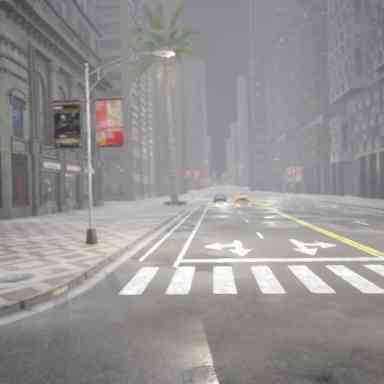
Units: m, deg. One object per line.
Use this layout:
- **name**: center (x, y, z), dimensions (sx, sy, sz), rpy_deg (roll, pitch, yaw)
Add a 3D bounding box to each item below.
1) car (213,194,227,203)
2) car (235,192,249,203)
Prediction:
- **car**: center (4.266, 0.949, 50.604), dimensions (1.994, 1.385, 4.181), rpy_deg (-1, 1, 4)
- **car**: center (7.502, 0.779, 50.350), dimensions (1.882, 1.535, 5.008), rpy_deg (-1, 1, 4)
